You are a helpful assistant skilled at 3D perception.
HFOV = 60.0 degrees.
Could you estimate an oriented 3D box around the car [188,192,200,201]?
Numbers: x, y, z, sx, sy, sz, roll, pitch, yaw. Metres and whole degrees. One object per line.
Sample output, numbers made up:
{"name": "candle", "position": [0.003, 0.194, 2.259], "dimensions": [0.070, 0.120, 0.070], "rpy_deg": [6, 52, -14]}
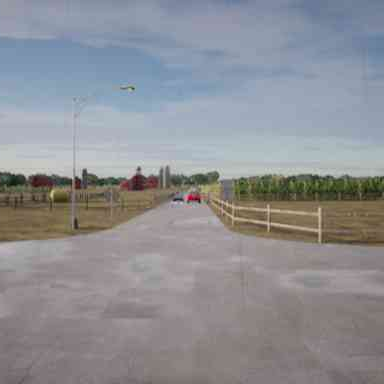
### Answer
{"name": "car", "position": [0.404, 0.835, 64.456], "dimensions": [2.097, 1.767, 4.553], "rpy_deg": [0, 0, 0]}

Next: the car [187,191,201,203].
{"name": "car", "position": [0.339, 0.783, 54.094], "dimensions": [2.150, 2.045, 5.566], "rpy_deg": [0, 0, 0]}

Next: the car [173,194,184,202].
{"name": "car", "position": [-2.378, 1.060, 59.498], "dimensions": [2.033, 1.411, 5.357], "rpy_deg": [0, 0, 0]}
